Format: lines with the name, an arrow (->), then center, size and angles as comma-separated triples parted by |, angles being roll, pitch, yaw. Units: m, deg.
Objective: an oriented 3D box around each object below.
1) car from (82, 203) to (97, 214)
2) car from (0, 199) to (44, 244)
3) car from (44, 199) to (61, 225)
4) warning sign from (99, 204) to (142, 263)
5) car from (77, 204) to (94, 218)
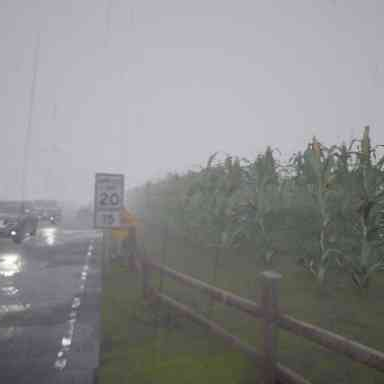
car -> -15.043, 2.449, 49.063 | 1.994, 1.385, 4.181 | 2, -2, -15
car -> -9.473, 1.411, 17.103 | 2.150, 2.045, 5.566 | 2, -2, -15
car -> -12.373, 1.613, 28.003 | 2.150, 2.045, 5.566 | 2, -1, -15
warning sign -> -2.459, 1.368, 11.373 | 1.300, 1.860, 1.060 | 2, -1, -15
car -> -12.088, 2.184, 38.105 | 1.837, 1.490, 4.892 | 2, -1, -14
